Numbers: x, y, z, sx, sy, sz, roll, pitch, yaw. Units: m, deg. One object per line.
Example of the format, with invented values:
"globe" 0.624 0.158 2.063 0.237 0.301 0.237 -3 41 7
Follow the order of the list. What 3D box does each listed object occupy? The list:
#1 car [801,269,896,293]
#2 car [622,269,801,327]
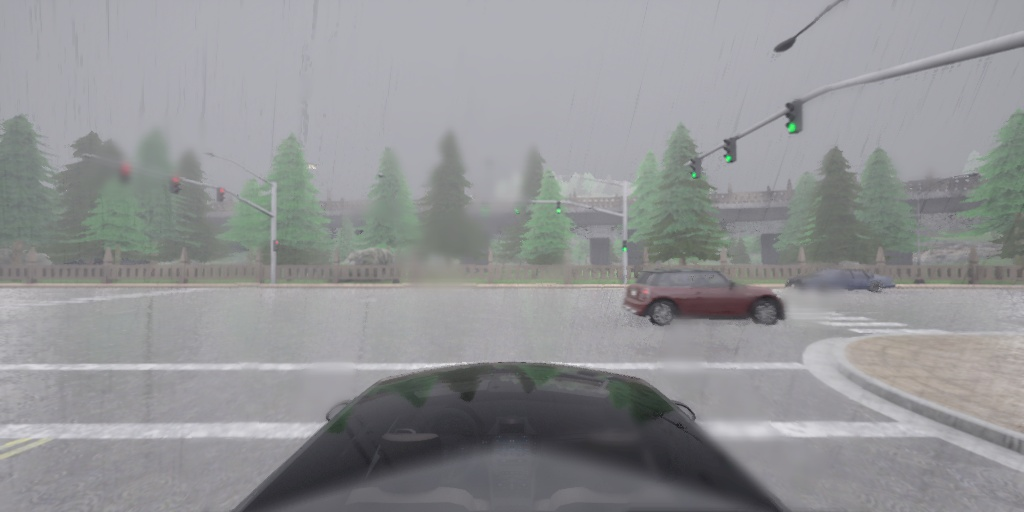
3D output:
"car" 19.960 1.502 21.869 5.357 1.411 2.033 0 -1 1
"car" 5.979 1.181 11.399 4.553 1.767 2.097 0 -1 0
